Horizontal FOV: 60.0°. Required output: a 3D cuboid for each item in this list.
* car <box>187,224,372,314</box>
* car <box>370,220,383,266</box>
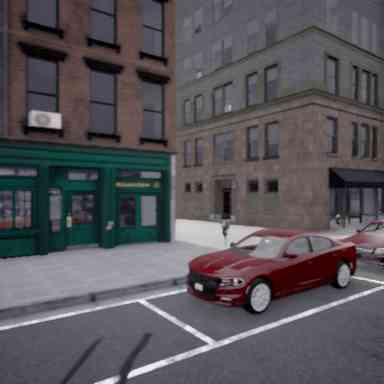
[{"bbox_3d":[1.959,1.545,7.585,4.507,1.381,1.887,0,0,-35],"label":"car"},{"bbox_3d":[6.447,1.582,10.784,4.206,1.307,1.802,0,0,-35],"label":"car"}]
